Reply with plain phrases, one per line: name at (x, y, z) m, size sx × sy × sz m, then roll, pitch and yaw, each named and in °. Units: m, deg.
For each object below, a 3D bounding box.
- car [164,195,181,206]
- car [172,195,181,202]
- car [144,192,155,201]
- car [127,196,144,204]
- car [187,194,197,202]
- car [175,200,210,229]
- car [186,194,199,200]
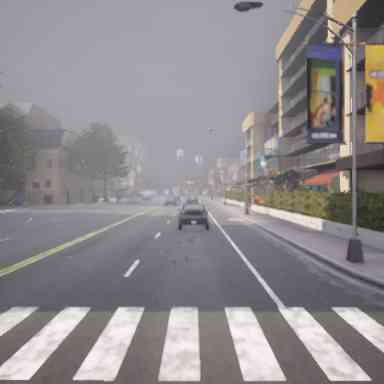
car at (-3.384, 1.470, 54.181) m, size 2.033 × 1.411 × 5.357 m, roll 0°, pitch 0°, yaw 0°
car at (-3.477, 1.394, 73.991) m, size 1.837 × 1.490 × 4.892 m, roll 0°, pitch 0°, yaw 0°
car at (-10.476, 1.363, 77.525) m, size 1.882 × 1.535 × 5.008 m, roll 0°, pitch 0°, yaw 0°
car at (-10.513, 1.514, 60.840) m, size 1.895 × 1.301 × 4.718 m, roll 0°, pitch 0°, yaw 1°
car at (0.023, 1.249, 74.134) m, size 2.097 × 1.767 × 4.553 m, roll 0°, pitch 0°, yaw 0°
car at (0.108, 1.474, 21.273) m, size 1.837 × 1.490 × 4.892 m, roll 0°, pitch 0°, yaw 0°
car at (0.087, 1.269, 57.113) m, size 2.097 × 1.767 × 4.553 m, roll 0°, pitch 0°, yaw 0°
